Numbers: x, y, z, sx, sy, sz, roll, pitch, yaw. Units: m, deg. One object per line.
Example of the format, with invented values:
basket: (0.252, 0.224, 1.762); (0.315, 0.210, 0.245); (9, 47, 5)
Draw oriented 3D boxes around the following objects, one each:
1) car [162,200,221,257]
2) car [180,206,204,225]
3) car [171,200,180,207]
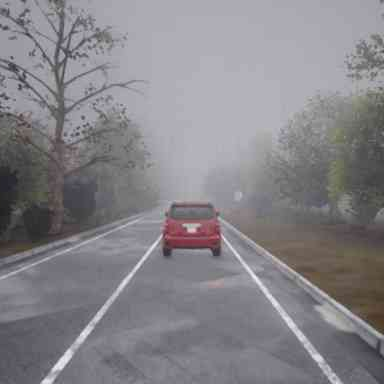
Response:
car: (-0.004, 1.424, 14.033); (2.150, 2.045, 5.566); (0, -1, 0)
car: (-0.007, 2.009, 29.304); (1.994, 1.385, 4.181); (0, -1, 0)
car: (-3.526, 2.402, 70.985); (1.812, 1.442, 4.674); (0, -1, 0)
